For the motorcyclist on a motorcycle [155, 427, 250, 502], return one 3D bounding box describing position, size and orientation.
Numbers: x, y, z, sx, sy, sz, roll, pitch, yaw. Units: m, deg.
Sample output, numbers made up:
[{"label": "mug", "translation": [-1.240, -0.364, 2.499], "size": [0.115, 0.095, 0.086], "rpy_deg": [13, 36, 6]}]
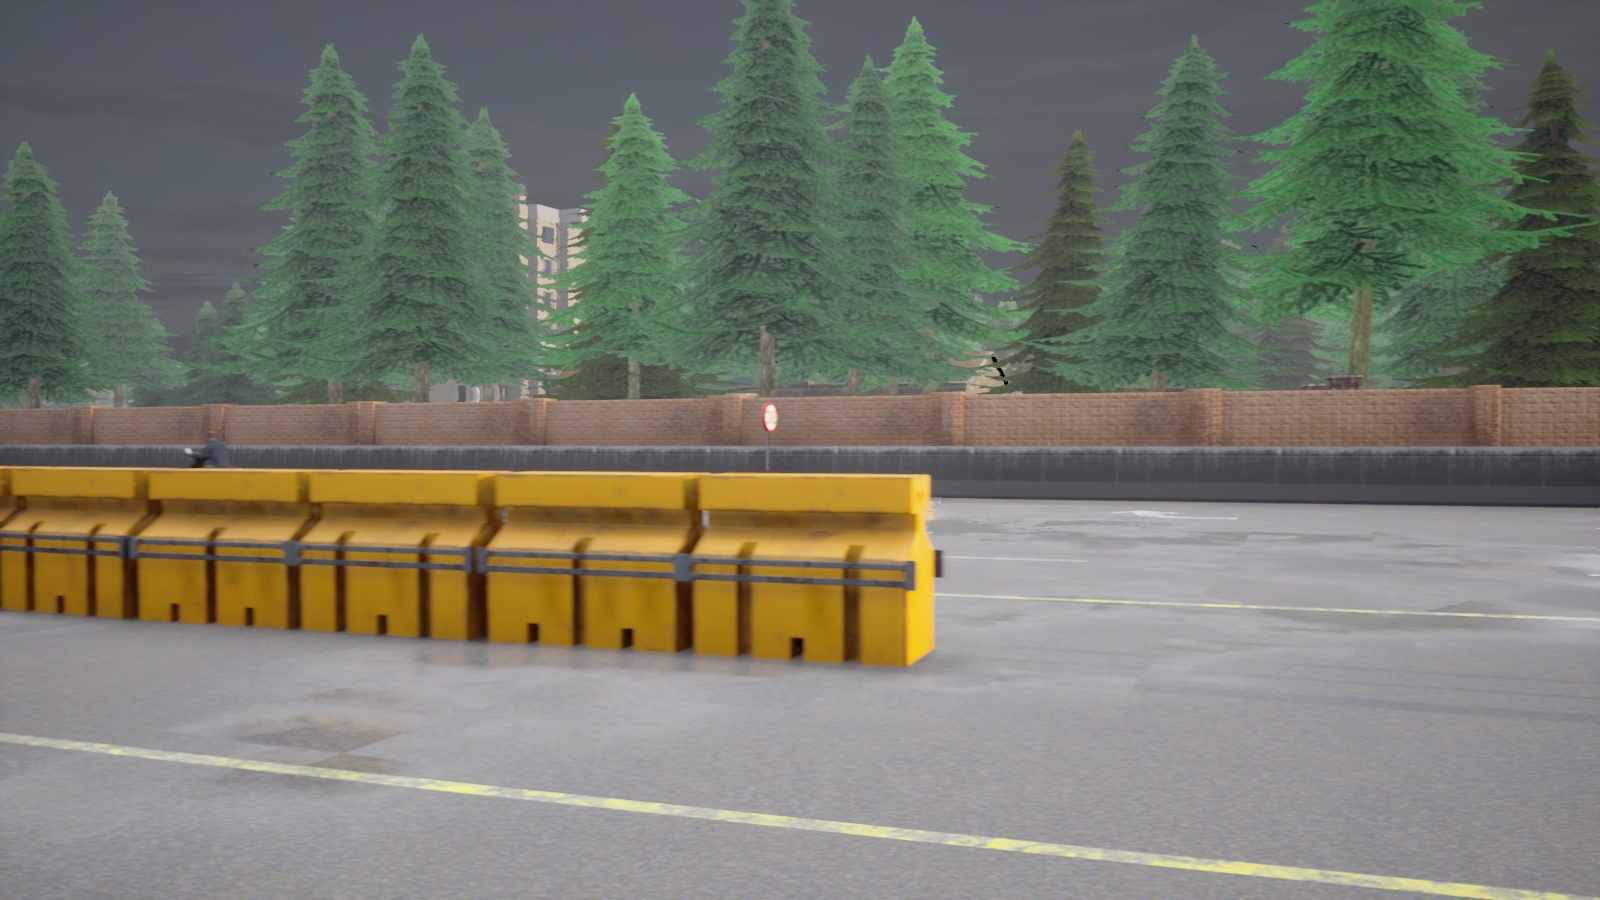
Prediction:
[{"label": "motorcyclist on a motorcycle", "translation": [-12.944, 0.297, 27.201], "size": [1.817, 1.590, 0.866], "rpy_deg": [0, 1, 23]}]
